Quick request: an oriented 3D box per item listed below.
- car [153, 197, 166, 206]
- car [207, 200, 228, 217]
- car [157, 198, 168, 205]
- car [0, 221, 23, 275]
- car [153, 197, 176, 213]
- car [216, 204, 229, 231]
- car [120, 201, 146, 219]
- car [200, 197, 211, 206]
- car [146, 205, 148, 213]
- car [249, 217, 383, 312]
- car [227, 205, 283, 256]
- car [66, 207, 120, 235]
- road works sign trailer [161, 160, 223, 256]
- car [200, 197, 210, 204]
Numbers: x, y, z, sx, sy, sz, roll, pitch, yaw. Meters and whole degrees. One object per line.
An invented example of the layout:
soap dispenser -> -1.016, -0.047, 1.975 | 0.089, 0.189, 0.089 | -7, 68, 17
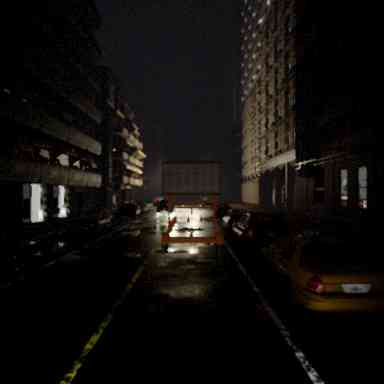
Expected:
car -> -5.709, 1.647, 58.421 | 1.967, 1.590, 4.097 | 0, 0, 0
car -> 2.680, 1.666, 30.181 | 1.947, 1.339, 4.313 | 0, 0, 0
car -> -5.711, 1.811, 64.069 | 1.802, 1.307, 4.206 | 0, 0, 0
car -> -5.693, 1.465, 7.585 | 1.967, 1.590, 4.097 | 0, 0, 0
car -> -3.104, 1.639, 39.476 | 1.837, 1.490, 4.892 | 0, 0, 0
car -> 2.683, 1.612, 18.884 | 2.008, 1.369, 4.403 | 0, 0, 0
car -> -5.701, 1.666, 30.178 | 1.947, 1.339, 4.313 | 0, 0, 0
car -> 2.671, 1.751, 58.423 | 1.887, 1.381, 4.507 | 0, 0, 0
car -> -5.702, 1.645, 35.657 | 1.752, 1.417, 4.829 | 0, 0, 0
car -> 2.687, 1.550, 7.757 | 1.752, 1.417, 4.829 | 0, 0, 0
car -> 2.686, 1.483, 13.235 | 1.967, 1.590, 4.097 | 0, 0, 0
car -> -5.697, 1.612, 18.881 | 2.008, 1.369, 4.403 | 0, 0, 0
road works sign trailer -> -0.004, 0.508, 13.396 | 2.380, 3.560, 2.880 | 0, 0, 0
car -> 2.667, 1.803, 69.721 | 2.008, 1.369, 4.403 | 0, 0, 0
